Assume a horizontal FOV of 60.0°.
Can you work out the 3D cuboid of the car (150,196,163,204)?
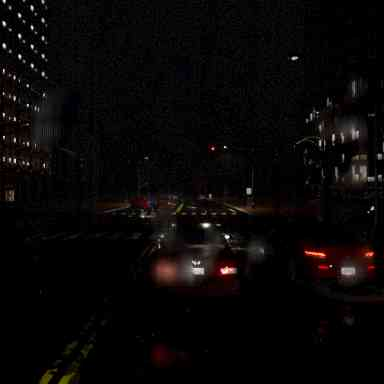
[{"bbox_3d":[-6.669,1.434,62.482,1.837,1.490,4.892,0,0,0],"label":"car"}]

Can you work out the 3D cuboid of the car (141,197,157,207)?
[{"bbox_3d":[-6.666,1.476,52.117,1.812,1.442,4.674,0,0,0],"label":"car"}]

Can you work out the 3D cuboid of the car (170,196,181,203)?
[{"bbox_3d":[-3.428,1.479,69.120,1.994,1.385,4.181,0,0,-1],"label":"car"}]

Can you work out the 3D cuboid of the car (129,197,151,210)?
[{"bbox_3d":[-6.654,1.446,42.196,1.882,1.535,5.008,0,0,0],"label":"car"}]

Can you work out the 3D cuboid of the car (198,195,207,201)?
[{"bbox_3d":[2.535,1.400,82.802,1.812,1.442,4.674,0,0,-4],"label":"car"}]

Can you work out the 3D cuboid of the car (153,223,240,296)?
[{"bbox_3d":[0.088,1.545,8.823,2.033,1.411,5.357,0,0,0],"label":"car"}]

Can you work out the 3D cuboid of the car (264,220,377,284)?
[{"bbox_3d":[3.337,1.523,9.408,1.812,1.442,4.674,0,0,0],"label":"car"}]

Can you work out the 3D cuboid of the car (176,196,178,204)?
[{"bbox_3d":[-3.410,1.460,49.467,1.837,1.490,4.892,0,0,0],"label":"car"}]

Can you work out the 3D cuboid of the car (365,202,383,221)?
[{"bbox_3d":[16.988,1.282,26.661,5.566,2.045,2.150,0,0,3],"label":"car"}]

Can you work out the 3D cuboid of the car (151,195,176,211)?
[{"bbox_3d":[-3.399,1.323,40.575,2.097,1.767,4.553,0,0,0],"label":"car"}]

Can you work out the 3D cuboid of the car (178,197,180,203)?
[{"bbox_3d":[-3.414,1.427,59.087,2.128,1.511,4.902,0,0,0],"label":"car"}]
